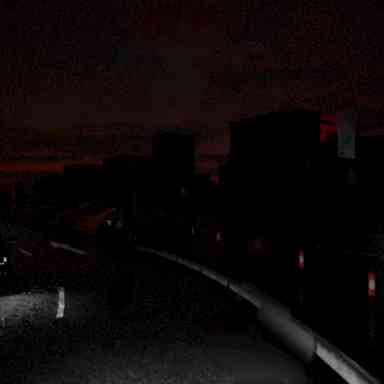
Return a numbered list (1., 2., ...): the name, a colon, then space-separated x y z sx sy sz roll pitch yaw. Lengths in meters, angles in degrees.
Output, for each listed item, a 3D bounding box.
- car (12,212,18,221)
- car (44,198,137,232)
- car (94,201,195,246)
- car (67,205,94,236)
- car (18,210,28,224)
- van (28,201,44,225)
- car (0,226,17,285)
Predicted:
1. car: -13.330 2.000 30.407 5.366 1.575 1.946 0 -2 -39
2. car: -5.827 1.444 20.864 5.566 2.045 2.435 0 -1 -39
3. car: -2.049 1.467 16.262 4.553 1.767 2.185 0 -1 -39
4. car: -3.954 1.645 18.622 5.008 1.535 2.097 0 -1 -39
5. car: -11.658 1.790 28.011 4.553 1.767 2.185 0 -2 -39
6. van: -9.809 1.611 25.605 4.442 1.987 1.878 0 -1 -39
7. car: -6.086 1.573 9.185 1.837 1.490 4.892 1 -1 -31
